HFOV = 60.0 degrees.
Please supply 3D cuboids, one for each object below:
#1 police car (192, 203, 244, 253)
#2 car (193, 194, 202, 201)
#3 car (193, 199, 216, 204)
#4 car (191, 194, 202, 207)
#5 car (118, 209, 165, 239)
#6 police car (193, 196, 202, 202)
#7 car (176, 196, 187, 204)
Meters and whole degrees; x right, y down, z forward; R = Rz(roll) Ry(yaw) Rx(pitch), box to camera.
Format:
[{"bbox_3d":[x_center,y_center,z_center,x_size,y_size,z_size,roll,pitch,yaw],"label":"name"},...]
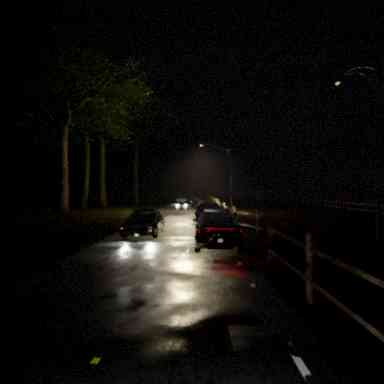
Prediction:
[{"bbox_3d":[1.050,1.512,14.378,1.930,1.638,5.238,0,0,1],"label":"police car"},{"bbox_3d":[1.140,1.164,69.921,1.994,1.385,4.181,0,1,1],"label":"car"},{"bbox_3d":[1.213,1.555,24.268,1.882,1.535,5.008,0,0,1],"label":"car"},{"bbox_3d":[0.805,1.468,49.359,2.033,1.411,5.357,0,0,1],"label":"car"},{"bbox_3d":[-2.563,1.641,18.284,2.033,1.411,5.357,0,0,1],"label":"car"},{"bbox_3d":[1.314,1.471,30.380,1.930,1.638,5.238,0,0,1],"label":"police car"},{"bbox_3d":[-1.828,1.437,59.496,1.895,1.301,4.718,0,1,2],"label":"car"}]
